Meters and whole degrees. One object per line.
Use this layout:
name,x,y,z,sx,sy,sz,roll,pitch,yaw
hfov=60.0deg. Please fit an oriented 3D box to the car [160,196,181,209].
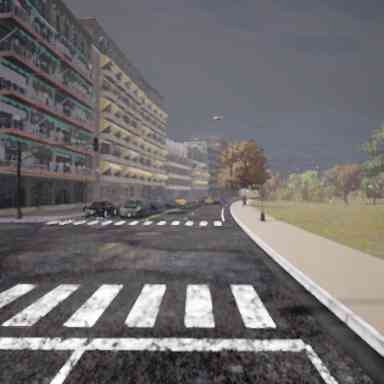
car,-3.465,1.704,49.811,2.033,1.411,5.357,0,0,7

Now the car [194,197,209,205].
car,1.529,1.721,62.335,2.128,1.511,4.902,0,0,9

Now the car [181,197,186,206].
car,-2.285,1.682,58.723,1.882,1.535,5.008,0,0,8

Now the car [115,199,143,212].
car,-7.714,1.661,41.148,2.033,1.411,5.357,0,0,5

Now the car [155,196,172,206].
car,-5.177,1.568,61.393,2.097,1.767,4.553,0,0,8

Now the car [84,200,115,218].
car,-8.563,1.575,31.438,1.837,1.490,4.892,0,0,4

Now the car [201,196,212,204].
car,3.205,1.723,72.560,1.882,1.535,5.008,0,0,11

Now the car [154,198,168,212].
car,-4.547,1.713,40.220,1.895,1.301,4.718,0,0,6

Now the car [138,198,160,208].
car,-6.555,1.708,51.238,2.033,1.411,5.357,0,0,7

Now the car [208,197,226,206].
car,4.750,1.779,61.892,2.033,1.411,5.357,0,0,9

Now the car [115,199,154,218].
car,-5.316,1.424,31.261,2.097,1.767,4.553,0,0,4
